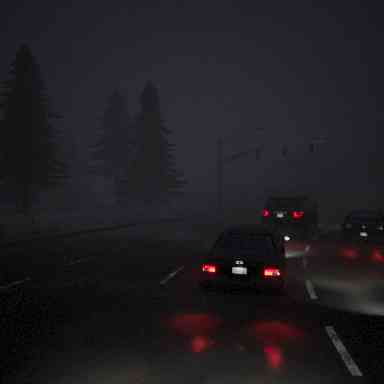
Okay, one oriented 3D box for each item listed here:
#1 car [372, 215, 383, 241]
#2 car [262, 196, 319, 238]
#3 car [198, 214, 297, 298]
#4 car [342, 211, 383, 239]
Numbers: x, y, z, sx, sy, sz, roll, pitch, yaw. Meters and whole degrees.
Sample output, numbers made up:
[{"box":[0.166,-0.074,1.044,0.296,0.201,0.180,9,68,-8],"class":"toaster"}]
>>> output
[{"box":[4.124,1.352,3.663,2.097,1.767,4.553,0,0,6],"class":"car"},{"box":[5.482,1.219,18.222,2.150,2.045,5.566,0,0,28],"class":"car"},{"box":[1.545,1.546,8.773,2.033,1.411,5.357,0,0,15],"class":"car"},{"box":[8.789,1.601,16.791,1.895,1.301,4.718,0,0,30],"class":"car"}]
